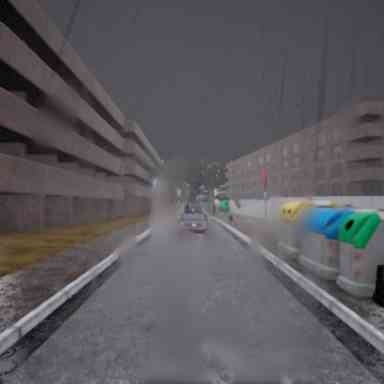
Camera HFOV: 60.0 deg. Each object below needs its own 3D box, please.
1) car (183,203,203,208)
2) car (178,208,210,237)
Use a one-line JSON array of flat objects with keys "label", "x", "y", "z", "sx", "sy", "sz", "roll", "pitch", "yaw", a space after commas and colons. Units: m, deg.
[{"label": "car", "x": 0.127, "y": 2.367, "z": 41.675, "sx": 2.150, "sy": 2.045, "sz": 5.566, "roll": 0, "pitch": -3, "yaw": 0}, {"label": "car", "x": 0.108, "y": 1.872, "z": 20.067, "sx": 2.033, "sy": 1.411, "sz": 5.357, "roll": 0, "pitch": -2, "yaw": 0}]
